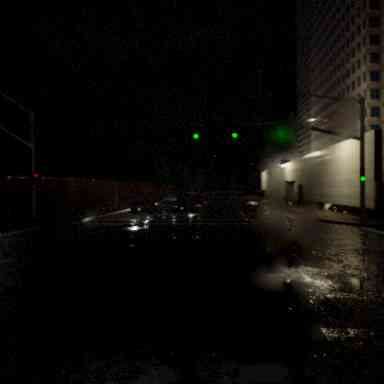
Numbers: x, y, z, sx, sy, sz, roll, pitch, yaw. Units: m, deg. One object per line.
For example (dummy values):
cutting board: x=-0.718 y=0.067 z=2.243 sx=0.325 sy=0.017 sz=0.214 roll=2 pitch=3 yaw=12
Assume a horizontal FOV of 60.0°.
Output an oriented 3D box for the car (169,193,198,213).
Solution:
car: x=-0.726 y=1.176 z=32.397 sx=1.837 sy=1.490 sz=4.892 roll=-1 pitch=1 yaw=5

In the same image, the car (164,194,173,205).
car: x=-2.998 y=1.075 z=47.250 sx=1.812 sy=1.442 sz=4.674 roll=-1 pitch=1 yaw=5

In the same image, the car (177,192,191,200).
car: x=-1.519 y=0.826 z=64.298 sx=2.033 sy=1.411 sz=5.357 roll=-1 pitch=1 yaw=5

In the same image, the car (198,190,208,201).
car: x=1.965 y=0.648 z=63.979 sx=2.150 sy=2.045 sz=5.566 roll=-1 pitch=1 yaw=5

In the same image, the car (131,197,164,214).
car: x=-4.351 y=1.213 z=31.061 sx=2.128 sy=1.511 sz=4.902 roll=-1 pitch=1 yaw=5

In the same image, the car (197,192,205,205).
car: x=0.403 y=1.093 z=45.964 sx=1.994 sy=1.385 sz=4.181 roll=-1 pitch=1 yaw=5
